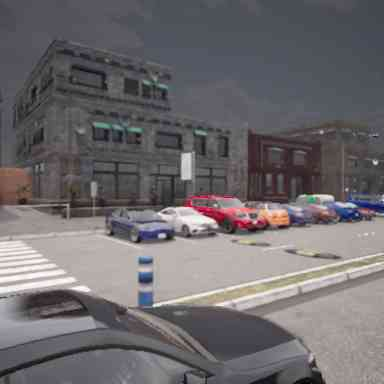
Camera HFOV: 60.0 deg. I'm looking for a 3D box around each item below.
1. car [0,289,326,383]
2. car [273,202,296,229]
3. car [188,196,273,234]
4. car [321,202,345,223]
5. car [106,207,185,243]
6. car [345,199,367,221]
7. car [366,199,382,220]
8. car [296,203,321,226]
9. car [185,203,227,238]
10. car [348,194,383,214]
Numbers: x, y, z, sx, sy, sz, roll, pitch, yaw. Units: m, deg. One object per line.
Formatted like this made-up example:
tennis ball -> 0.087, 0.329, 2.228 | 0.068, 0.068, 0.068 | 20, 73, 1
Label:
car -> -0.949, 1.526, 2.458 | 4.674, 1.442, 1.812 | 0, 0, -36
car -> 3.981, 1.394, 21.559 | 2.185, 1.767, 4.553 | 0, 0, -36
car -> 1.744, 1.269, 19.946 | 2.435, 2.045, 5.566 | 0, 0, -36
car -> 8.434, 1.556, 24.813 | 2.002, 1.452, 4.674 | 0, 0, -36
car -> -2.726, 1.550, 16.714 | 2.163, 1.488, 4.792 | 0, 0, -36
car -> 10.671, 1.514, 26.426 | 2.097, 1.535, 5.008 | 0, 0, -36
car -> 12.901, 1.554, 28.048 | 2.002, 1.452, 4.674 | 0, 0, -36
car -> 6.094, 1.558, 23.122 | 2.002, 1.452, 4.674 | 0, 0, -36
car -> -0.509, 1.561, 18.355 | 2.002, 1.452, 4.674 | 0, 0, -36
car -> 17.388, 1.265, 31.253 | 2.435, 2.045, 5.566 | 0, 0, -36
